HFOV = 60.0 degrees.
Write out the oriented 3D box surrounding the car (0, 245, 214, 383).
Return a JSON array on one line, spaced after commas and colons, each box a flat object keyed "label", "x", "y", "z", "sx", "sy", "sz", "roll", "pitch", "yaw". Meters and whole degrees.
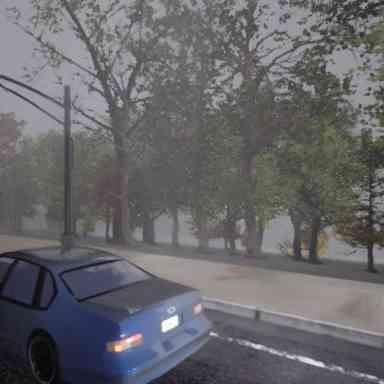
[{"label": "car", "x": -2.294, "y": 1.599, "z": 5.328, "sx": 5.357, "sy": 1.411, "sz": 2.033, "roll": -1, "pitch": 0, "yaw": 36}]
